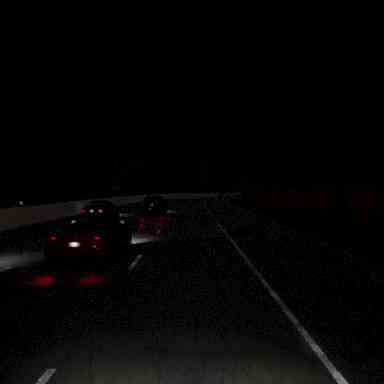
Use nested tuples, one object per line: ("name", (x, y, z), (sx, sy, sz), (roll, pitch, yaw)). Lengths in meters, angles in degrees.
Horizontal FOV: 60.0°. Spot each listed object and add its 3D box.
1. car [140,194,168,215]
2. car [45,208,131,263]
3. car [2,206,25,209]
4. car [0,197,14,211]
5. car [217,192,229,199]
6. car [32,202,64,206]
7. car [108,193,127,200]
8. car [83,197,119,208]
("car", (-3.397, 1.112, 30.464), (2.097, 1.767, 4.553), (0, 0, 0))
("car", (-3.399, 1.472, 11.608), (1.994, 1.385, 4.181), (0, 0, 0))
("car", (-17.585, 1.079, 34.735), (2.097, 1.767, 4.553), (0, 0, 0))
("car", (-21.095, 1.274, 34.781), (2.033, 1.411, 5.357), (0, 0, 0))
("car", (7.564, 0.831, 79.554), (1.801, 1.575, 5.366), (0, 0, 22))
("car", (-14.095, 1.280, 34.052), (2.033, 1.411, 5.357), (0, 0, 0))
("car", (-17.006, 0.912, 76.089), (2.128, 1.511, 4.902), (0, 0, 13))
("car", (-6.897, 1.348, 25.389), (2.033, 1.411, 5.357), (0, 0, 0))
